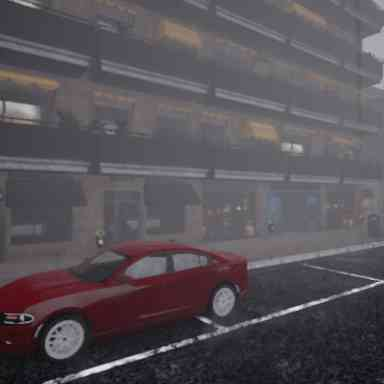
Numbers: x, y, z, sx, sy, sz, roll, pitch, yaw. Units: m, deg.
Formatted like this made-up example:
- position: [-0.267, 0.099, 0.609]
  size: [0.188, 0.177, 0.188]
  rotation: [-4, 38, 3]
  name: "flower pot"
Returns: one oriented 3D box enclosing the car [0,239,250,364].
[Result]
- position: [-0.957, 1.571, 5.877]
  size: [4.507, 1.381, 1.887]
  rotation: [1, 0, -36]
  name: "car"
